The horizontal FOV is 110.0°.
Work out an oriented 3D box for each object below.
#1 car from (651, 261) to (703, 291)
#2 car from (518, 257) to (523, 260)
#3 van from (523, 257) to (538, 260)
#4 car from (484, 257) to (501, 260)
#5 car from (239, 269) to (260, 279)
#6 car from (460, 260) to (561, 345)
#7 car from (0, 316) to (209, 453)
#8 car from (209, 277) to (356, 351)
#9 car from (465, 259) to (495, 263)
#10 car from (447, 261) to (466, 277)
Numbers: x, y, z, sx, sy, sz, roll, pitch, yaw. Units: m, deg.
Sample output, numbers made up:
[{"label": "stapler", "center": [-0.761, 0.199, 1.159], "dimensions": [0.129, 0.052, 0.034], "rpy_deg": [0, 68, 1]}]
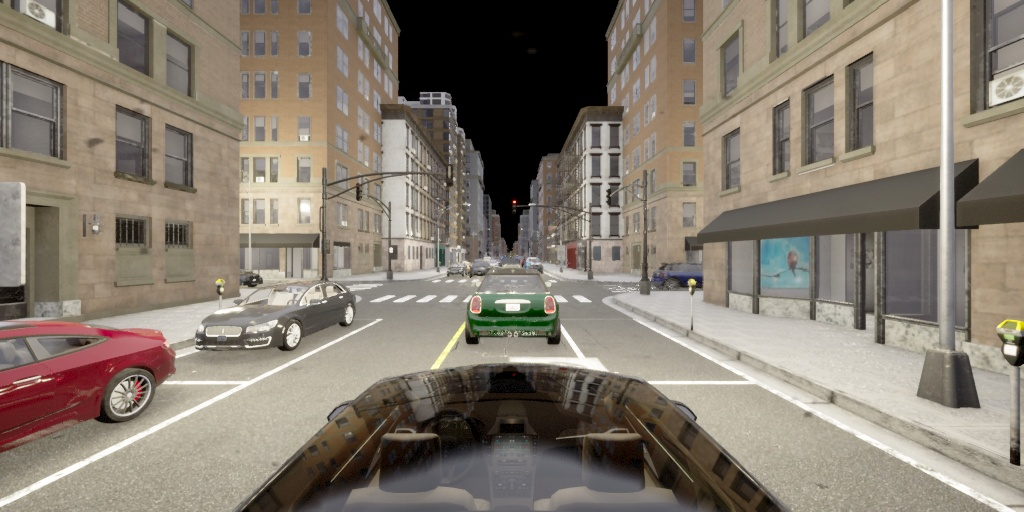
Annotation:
[{"label": "car", "center": [10.849, 1.165, 21.373], "dimensions": [4.553, 1.767, 2.097], "rpy_deg": [0, 0, 4]}, {"label": "car", "center": [2.640, 1.056, 62.752], "dimensions": [2.192, 1.841, 5.009], "rpy_deg": [0, 0, 0]}, {"label": "van", "center": [2.637, 1.084, 46.533], "dimensions": [1.690, 1.789, 3.998], "rpy_deg": [0, 0, 0]}, {"label": "car", "center": [-2.852, 1.269, 50.219], "dimensions": [1.812, 1.442, 4.674], "rpy_deg": [0, 0, 0]}, {"label": "car", "center": [-17.145, 1.223, 21.077], "dimensions": [4.181, 1.385, 1.994], "rpy_deg": [0, 0, 0]}, {"label": "car", "center": [0.040, 1.102, 9.685], "dimensions": [2.097, 1.767, 4.553], "rpy_deg": [0, 0, 1]}, {"label": "car", "center": [-5.389, 1.332, 3.161], "dimensions": [1.802, 1.307, 4.207], "rpy_deg": [0, 0, 0]}, {"label": "car", "center": [-5.389, 1.300, 8.843], "dimensions": [2.007, 1.370, 4.403], "rpy_deg": [0, 0, 0]}, {"label": "car", "center": [-2.855, 1.251, 33.034], "dimensions": [1.837, 1.490, 4.892], "rpy_deg": [0, 0, 0]}, {"label": "car", "center": [-5.393, 1.296, 35.719], "dimensions": [2.007, 1.370, 4.403], "rpy_deg": [0, 0, 0]}]
